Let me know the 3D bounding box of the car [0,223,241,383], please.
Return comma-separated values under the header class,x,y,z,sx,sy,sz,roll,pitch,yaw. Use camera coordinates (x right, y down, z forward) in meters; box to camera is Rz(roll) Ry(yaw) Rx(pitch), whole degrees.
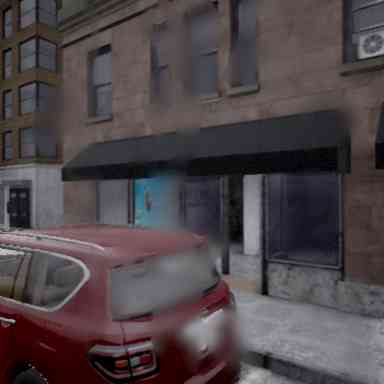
class,x,y,z,sx,sy,sz,roll,pitch,yaw
car,-1.820,1.337,4.189,5.009,1.841,2.192,0,0,35
